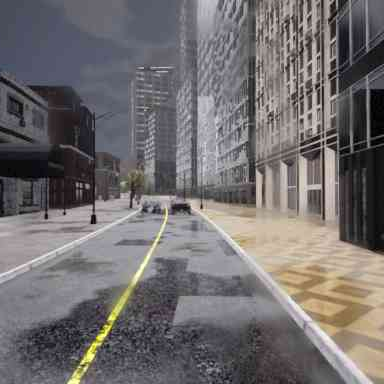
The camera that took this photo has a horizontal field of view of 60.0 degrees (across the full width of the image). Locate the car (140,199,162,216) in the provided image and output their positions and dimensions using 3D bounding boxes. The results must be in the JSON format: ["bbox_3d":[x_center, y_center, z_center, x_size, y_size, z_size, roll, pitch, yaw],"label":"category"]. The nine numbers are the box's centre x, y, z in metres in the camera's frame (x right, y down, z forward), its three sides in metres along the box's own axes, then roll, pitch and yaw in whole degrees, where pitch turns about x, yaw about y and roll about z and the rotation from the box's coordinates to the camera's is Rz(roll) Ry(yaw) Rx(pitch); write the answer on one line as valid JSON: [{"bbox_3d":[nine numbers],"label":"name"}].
[{"bbox_3d":[-4.017,1.480,33.061,2.128,1.511,4.902,0,0,-4],"label":"car"}]

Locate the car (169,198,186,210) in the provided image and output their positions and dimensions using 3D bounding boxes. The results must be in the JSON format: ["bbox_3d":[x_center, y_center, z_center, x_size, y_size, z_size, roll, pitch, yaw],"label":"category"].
[{"bbox_3d":[-1.950,1.531,44.306,2.033,1.411,5.357,0,0,-5],"label":"car"}]

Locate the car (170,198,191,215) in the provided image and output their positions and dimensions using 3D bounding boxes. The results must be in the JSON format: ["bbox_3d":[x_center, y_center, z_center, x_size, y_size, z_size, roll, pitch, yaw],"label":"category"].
[{"bbox_3d":[-1.127,1.483,33.881,2.128,1.511,4.902,0,0,-4],"label":"car"}]
